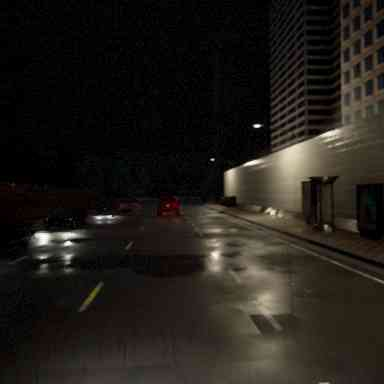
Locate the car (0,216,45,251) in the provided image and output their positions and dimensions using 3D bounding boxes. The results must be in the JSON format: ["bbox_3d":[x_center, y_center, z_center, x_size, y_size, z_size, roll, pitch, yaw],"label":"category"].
[{"bbox_3d":[-8.014,1.700,13.239,2.033,1.411,5.357,-1,0,-4],"label":"car"}]

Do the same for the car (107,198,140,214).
[{"bbox_3d":[-5.496,1.169,28.009,2.097,1.767,4.553,-1,0,-4],"label":"car"}]

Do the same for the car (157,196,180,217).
[{"bbox_3d":[-2.421,1.421,34.770,2.150,2.045,5.566,-1,0,-2],"label":"car"}]

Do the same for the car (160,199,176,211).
[{"bbox_3d":[-3.359,1.764,47.031,2.128,1.511,4.902,-1,0,-4],"label":"car"}]

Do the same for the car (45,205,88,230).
[{"bbox_3d":[-8.758,1.689,23.469,1.882,1.535,5.008,-1,0,-4],"label":"car"}]

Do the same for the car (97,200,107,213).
[{"bbox_3d":[-9.800,1.658,38.890,1.994,1.385,4.181,-1,0,-4],"label":"car"}]
